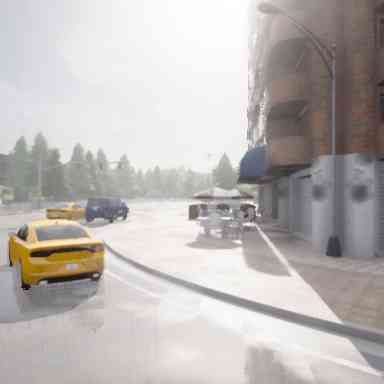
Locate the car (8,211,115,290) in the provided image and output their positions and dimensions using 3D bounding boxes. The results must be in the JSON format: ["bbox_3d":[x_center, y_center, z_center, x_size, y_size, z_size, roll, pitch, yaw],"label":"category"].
[{"bbox_3d":[-4.052,1.542,9.549,1.882,1.535,5.008,0,0,-33],"label":"car"}]

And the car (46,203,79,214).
[{"bbox_3d":[-10.391,1.670,28.115,1.882,1.535,5.008,0,-1,5],"label":"car"}]

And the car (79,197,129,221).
[{"bbox_3d":[-7.011,1.432,27.823,2.150,2.045,5.566,0,-1,6],"label":"car"}]
